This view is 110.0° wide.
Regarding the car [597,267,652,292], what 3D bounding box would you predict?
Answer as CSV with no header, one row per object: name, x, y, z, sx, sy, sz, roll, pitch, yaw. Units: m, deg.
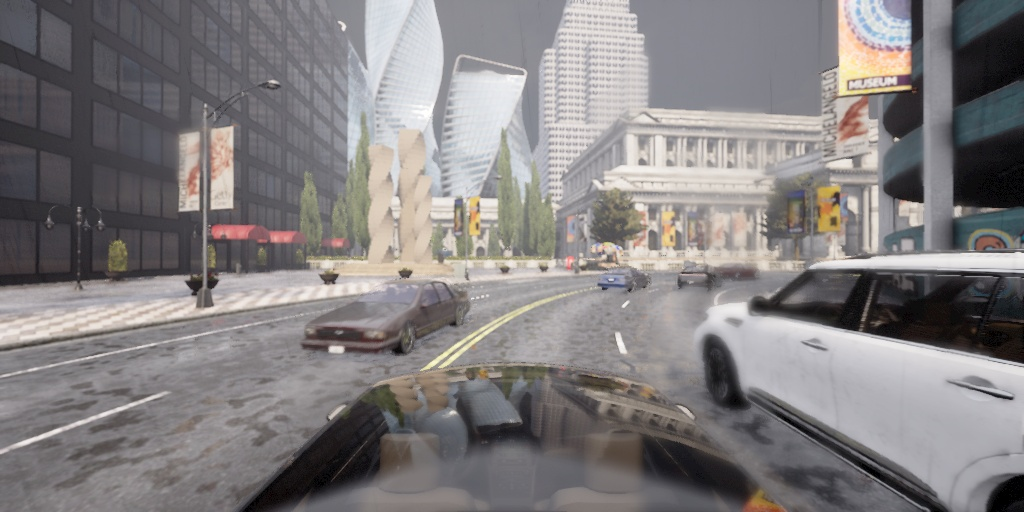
car,7.086,1.394,22.324,2.033,1.411,5.357,0,0,36

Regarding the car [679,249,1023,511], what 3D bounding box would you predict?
car,3.696,0.978,2.985,2.150,2.045,5.566,0,0,3

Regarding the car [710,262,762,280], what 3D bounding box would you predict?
car,21.396,1.386,34.151,5.008,1.535,1.882,0,0,-27

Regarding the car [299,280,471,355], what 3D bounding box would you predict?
car,-2.636,1.329,9.129,2.033,1.411,5.357,0,0,12
